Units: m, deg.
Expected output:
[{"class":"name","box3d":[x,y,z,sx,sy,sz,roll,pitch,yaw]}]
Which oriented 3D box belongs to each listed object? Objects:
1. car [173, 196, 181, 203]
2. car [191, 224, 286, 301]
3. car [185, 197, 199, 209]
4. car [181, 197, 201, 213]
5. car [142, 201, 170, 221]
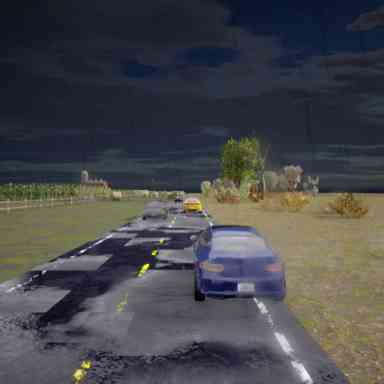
[{"class":"car","box3d":[-2.849,1.538,69.791,2.033,1.411,5.357,0,0,0]},{"class":"car","box3d":[0.951,1.524,8.174,1.812,1.442,4.674,0,0,0]},{"class":"car","box3d":[-0.041,1.467,47.244,1.882,1.535,5.008,0,0,1]},{"class":"car","box3d":[0.026,1.469,37.064,1.882,1.535,5.008,0,0,0]},{"class":"car","box3d":[-2.889,1.499,27.017,1.837,1.490,4.892,0,0,0]}]
